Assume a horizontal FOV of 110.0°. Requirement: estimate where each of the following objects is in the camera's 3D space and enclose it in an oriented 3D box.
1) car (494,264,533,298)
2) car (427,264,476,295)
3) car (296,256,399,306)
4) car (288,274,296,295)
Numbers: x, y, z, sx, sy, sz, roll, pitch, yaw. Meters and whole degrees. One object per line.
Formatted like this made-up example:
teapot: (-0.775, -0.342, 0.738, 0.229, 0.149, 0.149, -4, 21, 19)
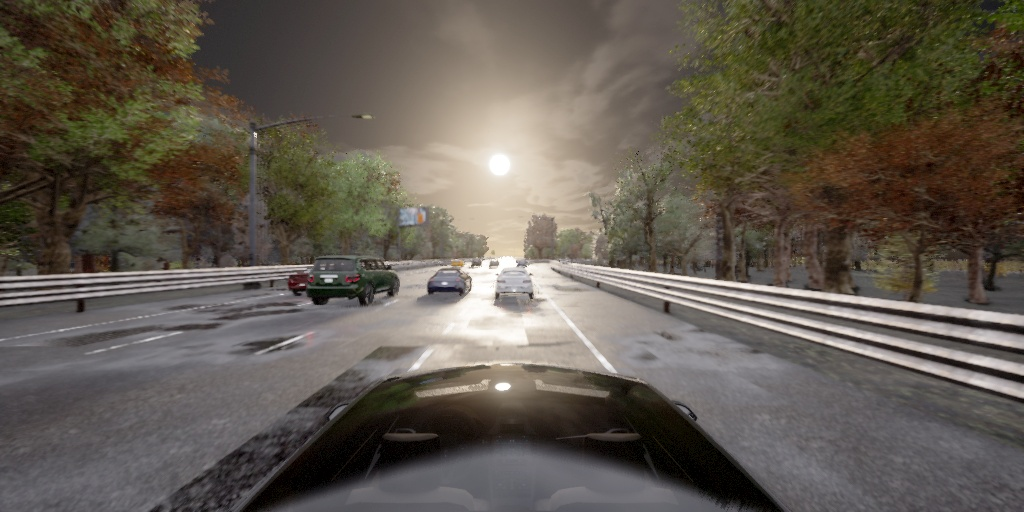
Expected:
car: (0.102, 1.318, 18.632, 1.812, 1.442, 4.674, 0, 0, 0)
car: (-3.401, 1.361, 20.126, 1.994, 1.385, 4.181, 0, 0, 0)
car: (-6.899, 1.010, 16.173, 2.150, 2.045, 5.566, 0, 0, 0)
car: (-10.402, 1.275, 20.207, 1.882, 1.535, 5.008, 0, 0, 0)
